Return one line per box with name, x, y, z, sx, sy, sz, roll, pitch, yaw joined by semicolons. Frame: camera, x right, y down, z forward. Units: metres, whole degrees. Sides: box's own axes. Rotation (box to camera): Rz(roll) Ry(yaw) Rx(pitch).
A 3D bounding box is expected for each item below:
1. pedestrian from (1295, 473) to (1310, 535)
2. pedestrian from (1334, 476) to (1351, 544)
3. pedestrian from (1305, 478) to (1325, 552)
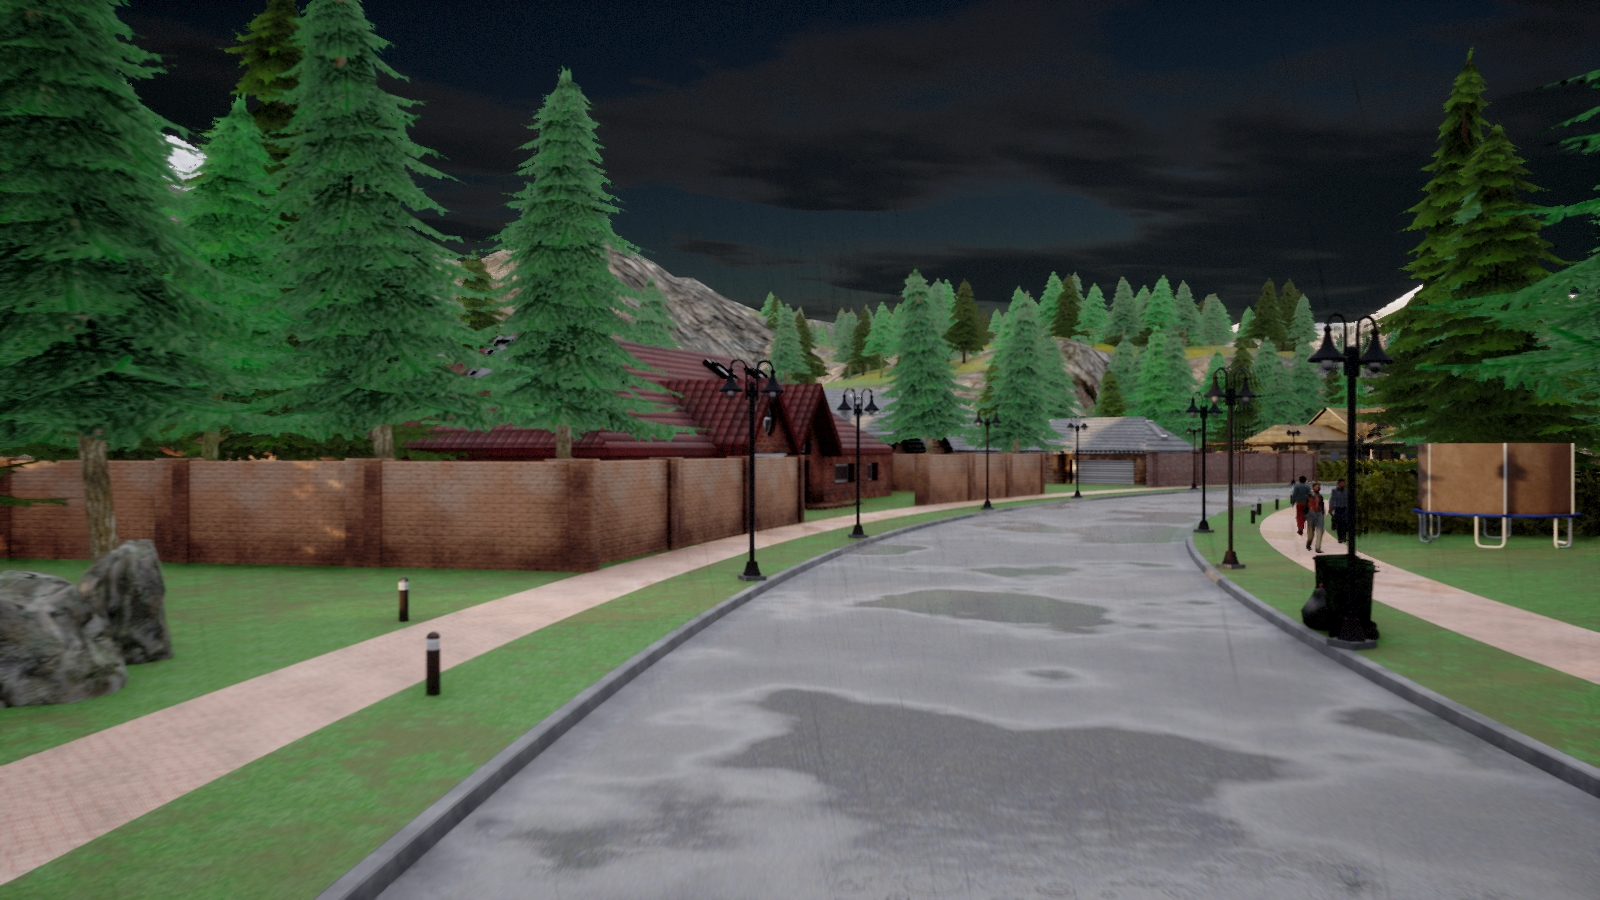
pedestrian;15.275;1.647;34.746;0.375;1.860;0.375;0;0;17
pedestrian;15.021;1.648;31.658;0.375;1.860;0.375;0;0;17
pedestrian;13.139;1.649;29.153;0.375;1.860;0.375;0;0;4
